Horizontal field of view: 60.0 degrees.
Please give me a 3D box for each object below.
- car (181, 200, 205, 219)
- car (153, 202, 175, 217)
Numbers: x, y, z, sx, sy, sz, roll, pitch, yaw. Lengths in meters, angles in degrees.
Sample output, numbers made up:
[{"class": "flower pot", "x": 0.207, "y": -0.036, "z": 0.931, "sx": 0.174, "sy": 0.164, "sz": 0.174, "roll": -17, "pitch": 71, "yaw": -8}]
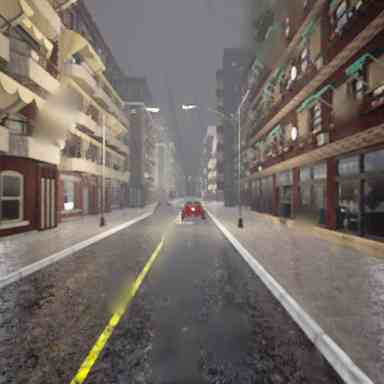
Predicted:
[{"class": "car", "x": 0.106, "y": 1.547, "z": 31.130, "sx": 2.097, "sy": 1.767, "sz": 4.553, "roll": 0, "pitch": 0, "yaw": 0}, {"class": "car", "x": -2.839, "y": 1.740, "z": 34.136, "sx": 1.812, "sy": 1.442, "sz": 4.674, "roll": 0, "pitch": -1, "yaw": 0}]
